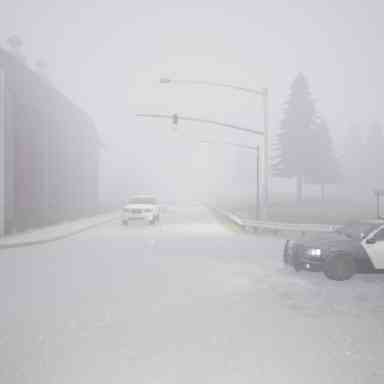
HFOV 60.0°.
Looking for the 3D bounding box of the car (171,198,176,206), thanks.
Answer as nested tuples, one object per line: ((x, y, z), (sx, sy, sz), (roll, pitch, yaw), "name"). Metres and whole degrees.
((-3.748, 1.694, 57.460), (1.895, 1.301, 4.718), (0, 0, 0), "car")

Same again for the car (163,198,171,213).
((-3.737, 1.587, 37.327), (1.812, 1.442, 4.674), (0, 0, 0), "car")

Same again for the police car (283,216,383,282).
((5.175, 1.500, 9.270), (4.974, 1.542, 2.038), (0, 0, -1), "police car")

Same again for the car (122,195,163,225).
((-3.680, 1.264, 24.720), (2.150, 2.045, 5.566), (0, 0, 0), "car")
